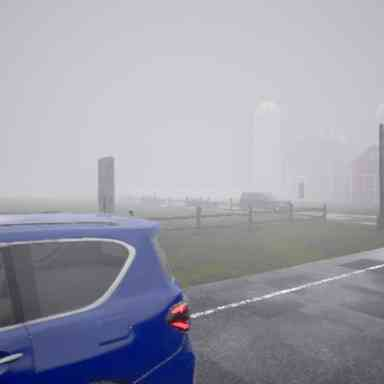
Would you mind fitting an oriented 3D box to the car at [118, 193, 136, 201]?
[{"bbox_3d":[-12.513,0.964,64.738,2.033,1.411,5.357,-1,1,-36],"label":"car"}]

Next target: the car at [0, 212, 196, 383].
[{"bbox_3d":[-2.567,1.223,2.160,5.566,2.045,2.150,0,0,-35],"label":"car"}]

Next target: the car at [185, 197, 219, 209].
[{"bbox_3d":[1.179,1.307,40.679,1.895,1.301,4.718,-1,1,-36],"label":"car"}]

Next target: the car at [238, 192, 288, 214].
[{"bbox_3d":[6.993,1.022,32.590,2.150,2.045,5.566,-1,1,-36],"label":"car"}]

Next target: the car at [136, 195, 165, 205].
[{"bbox_3d":[-6.107,1.135,50.811,2.033,1.411,5.357,-1,1,-36],"label":"car"}]
